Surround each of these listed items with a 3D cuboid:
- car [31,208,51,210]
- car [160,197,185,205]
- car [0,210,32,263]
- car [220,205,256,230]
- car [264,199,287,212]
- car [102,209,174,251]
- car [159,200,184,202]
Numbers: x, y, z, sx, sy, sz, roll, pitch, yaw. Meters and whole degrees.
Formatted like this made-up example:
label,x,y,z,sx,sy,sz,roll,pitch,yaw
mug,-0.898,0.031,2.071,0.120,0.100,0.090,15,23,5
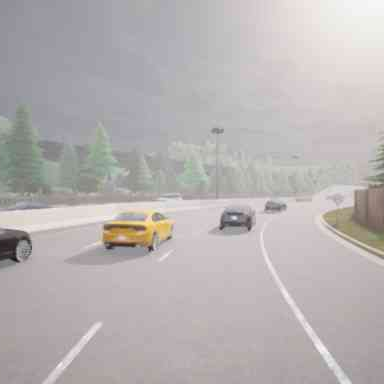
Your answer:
label,x,y,z,sx,sy,sz,roll,pitch,yaw
car,-13.671,1.429,27.428,1.812,1.442,4.674,0,0,16
car,-3.389,1.603,58.988,1.895,1.301,4.718,0,0,33
car,-6.304,1.445,8.998,2.128,1.511,4.902,0,0,5
car,3.025,1.539,21.544,2.163,1.488,4.792,0,0,14
car,10.182,1.596,40.290,2.128,1.511,4.902,0,0,28
car,-2.091,1.468,14.177,1.882,1.535,5.008,0,0,9
car,-3.418,1.219,44.694,2.150,2.045,5.566,0,0,26
